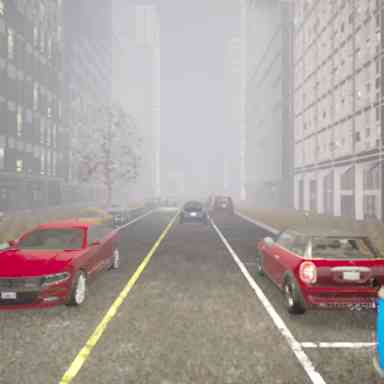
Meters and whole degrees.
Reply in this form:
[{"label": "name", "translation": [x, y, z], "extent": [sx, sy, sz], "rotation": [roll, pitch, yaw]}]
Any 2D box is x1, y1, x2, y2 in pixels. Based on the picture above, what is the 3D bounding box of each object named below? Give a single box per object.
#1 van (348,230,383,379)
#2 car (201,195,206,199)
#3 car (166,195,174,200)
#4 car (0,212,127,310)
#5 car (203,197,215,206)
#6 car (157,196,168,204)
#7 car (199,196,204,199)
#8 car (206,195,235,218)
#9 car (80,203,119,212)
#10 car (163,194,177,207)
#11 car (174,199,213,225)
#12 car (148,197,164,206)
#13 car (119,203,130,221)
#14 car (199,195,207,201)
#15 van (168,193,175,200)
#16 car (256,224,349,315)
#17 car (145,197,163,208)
[{"label": "van", "translation": [2.694, 1.341, 1.870], "extent": [1.690, 1.788, 3.998], "rotation": [0, 0, 0]}, {"label": "car", "translation": [2.688, 1.291, 41.715], "extent": [2.192, 1.841, 5.009], "rotation": [0, 0, 0]}, {"label": "car", "translation": [-5.701, 1.459, 87.263], "extent": [1.887, 1.381, 4.507], "rotation": [0, 0, 0]}, {"label": "car", "translation": [-3.101, 1.476, 8.123], "extent": [1.882, 1.535, 5.008], "rotation": [0, 0, 0]}, {"label": "car", "translation": [2.685, 1.489, 53.268], "extent": [1.752, 1.417, 4.829], "rotation": [0, 0, 0]}, {"label": "car", "translation": [-5.697, 1.531, 64.493], "extent": [1.802, 1.307, 4.206], "rotation": [0, 0, 0]}, {"label": "car", "translation": [0.095, 1.540, 41.307], "extent": [1.994, 1.385, 4.181], "rotation": [0, 0, 0]}, {"label": "car", "translation": [2.690, 1.300, 30.330], "extent": [2.192, 1.841, 5.009], "rotation": [0, 0, 0]}, {"label": "car", "translation": [-5.690, 1.518, 18.785], "extent": [1.752, 1.417, 4.829], "rotation": [0, 0, 0]}, {"label": "car", "translation": [-3.089, 1.459, 49.404], "extent": [2.128, 1.511, 4.902], "rotation": [0, 0, 0]}, {"label": "car", "translation": [0.096, 1.493, 24.112], "extent": [2.163, 1.488, 4.792], "rotation": [0, 0, 0]}, {"label": "car", "translation": [-5.696, 1.530, 53.110], "extent": [1.947, 1.339, 4.313], "rotation": [0, 0, 0]}, {"label": "car", "translation": [-5.691, 1.540, 24.648], "extent": [2.008, 1.369, 4.403], "rotation": [0, 0, 0]}, {"label": "car", "translation": [2.680, 1.490, 81.560], "extent": [1.947, 1.339, 4.313], "rotation": [0, 0, 0]}, {"label": "van", "translation": [-5.701, 1.246, 92.956], "extent": [1.690, 1.788, 3.998], "rotation": [0, 0, 0]}, {"label": "car", "translation": [2.693, 1.439, 7.562], "extent": [1.967, 1.590, 4.097], "rotation": [0, 0, 0]}, {"label": "car", "translation": [-5.695, 1.521, 47.417], "extent": [2.008, 1.369, 4.403], "rotation": [0, 0, 0]}]
